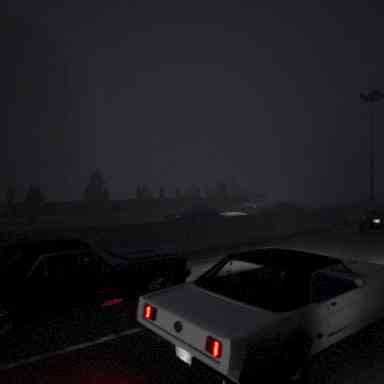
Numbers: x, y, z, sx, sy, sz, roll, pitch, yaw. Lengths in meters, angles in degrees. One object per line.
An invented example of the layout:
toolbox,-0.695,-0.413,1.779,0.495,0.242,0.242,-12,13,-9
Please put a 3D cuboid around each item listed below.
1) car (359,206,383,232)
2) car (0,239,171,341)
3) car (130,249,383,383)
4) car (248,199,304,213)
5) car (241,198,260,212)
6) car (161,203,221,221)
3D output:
car,10.989,1.476,18.762,1.994,1.385,4.181,0,0,43
car,-2.355,1.606,6.539,4.718,1.301,1.895,0,0,-37
car,1.640,1.585,5.234,4.718,1.301,1.895,0,0,-38
car,6.581,1.421,24.563,2.128,1.511,4.902,0,0,41
car,7.032,1.436,36.190,1.812,1.442,4.674,0,0,36
car,0.046,1.495,22.750,1.812,1.442,4.674,0,0,45
